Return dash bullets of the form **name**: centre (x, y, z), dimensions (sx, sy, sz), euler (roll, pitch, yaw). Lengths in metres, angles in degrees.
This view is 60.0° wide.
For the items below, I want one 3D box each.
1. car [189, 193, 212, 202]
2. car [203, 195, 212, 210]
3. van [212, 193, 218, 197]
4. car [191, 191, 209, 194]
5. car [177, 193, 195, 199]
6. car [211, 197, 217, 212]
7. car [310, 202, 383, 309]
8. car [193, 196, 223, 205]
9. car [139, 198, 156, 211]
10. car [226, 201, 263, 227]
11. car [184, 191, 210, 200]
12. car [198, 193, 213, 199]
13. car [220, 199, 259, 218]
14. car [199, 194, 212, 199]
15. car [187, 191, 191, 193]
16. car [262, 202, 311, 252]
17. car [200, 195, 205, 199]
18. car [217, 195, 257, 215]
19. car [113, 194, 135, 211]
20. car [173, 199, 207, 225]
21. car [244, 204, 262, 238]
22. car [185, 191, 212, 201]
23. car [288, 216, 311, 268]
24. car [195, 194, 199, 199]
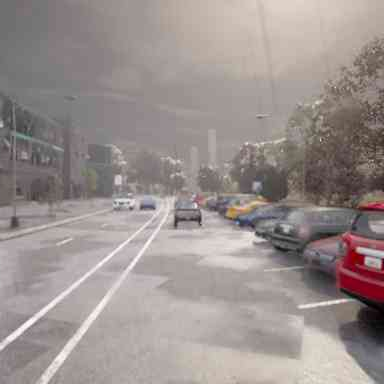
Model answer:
- **car**: centre (1.840, 1.135, 71.394), dimensions (4.553, 1.767, 2.185), euler (0, 2, -26)
- **car**: centre (4.272, 1.476, 38.770), dimensions (5.008, 1.535, 2.097), euler (1, 0, -23)
- **van**: centre (4.666, 1.243, 32.891), dimensions (4.442, 1.987, 1.878), euler (1, 0, -23)
- **car**: centre (3.133, 1.226, 56.584), dimensions (5.566, 2.045, 2.435), euler (1, 0, -25)
- **car**: centre (-1.131, 1.352, 41.277), dimensions (2.097, 1.767, 4.553), euler (0, 0, -3)
- **car**: centre (4.693, 1.464, 29.868), dimensions (5.008, 1.535, 2.097), euler (1, 0, -23)
- **car**: centre (5.316, 1.223, 6.124), dimensions (5.566, 2.045, 2.435), euler (1, 0, -21)
- **car**: centre (2.895, 1.484, 59.551), dimensions (4.792, 1.488, 2.163), euler (0, 0, -25)
- **car**: centre (-5.513, 1.485, 41.954), dimensions (1.882, 1.535, 5.008), euler (0, 0, -3)
- **car**: centre (4.971, 1.490, 20.951), dimensions (4.792, 1.488, 2.163), euler (1, 0, -22)
- **car**: centre (1.237, 0.869, 77.306), dimensions (5.566, 2.045, 2.435), euler (0, 1, -26)
- **car**: centre (3.767, 1.364, 47.680), dimensions (4.553, 1.767, 2.185), euler (1, 0, -24)
- **car**: centre (4.900, 1.461, 23.934), dimensions (5.008, 1.535, 2.097), euler (1, 0, -22)
- **car**: centre (4.094, 1.484, 44.783), dimensions (5.366, 1.575, 1.946), euler (1, 0, -24)
- **car**: centre (2.344, 1.127, 65.441), dimensions (5.566, 2.045, 2.435), euler (0, 1, -25)
- **car**: centre (5.177, 1.340, 12.045), dimensions (4.553, 1.767, 2.185), euler (1, 0, -21)
- **car**: centre (4.092, 1.480, 41.743), dimensions (5.008, 1.535, 2.097), euler (1, 0, -23)
- **car**: centre (4.771, 1.336, 26.896), dimensions (4.553, 1.767, 2.185), euler (1, 0, -22)
- **car**: centre (-8.255, 1.231, 40.902), dimensions (2.150, 2.045, 5.566), euler (0, 0, -3)
- **car**: centre (-0.331, 1.472, 23.644), dimensions (2.128, 1.511, 4.902), euler (0, 0, -2)
- **car**: centre (5.160, 1.465, 15.019), dimensions (4.892, 1.521, 2.231), euler (1, 0, -21)
- **car**: centre (1.495, 0.940, 74.316), dimensions (5.566, 2.045, 2.435), euler (0, 2, -26)
- **car**: centre (5.257, 1.510, 9.078), dimensions (4.674, 1.452, 2.002), euler (1, 0, -21)
- **car**: centre (3.533, 1.492, 50.637), dimensions (5.008, 1.535, 2.097), euler (1, 0, -24)
